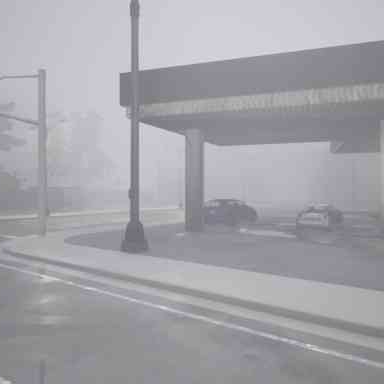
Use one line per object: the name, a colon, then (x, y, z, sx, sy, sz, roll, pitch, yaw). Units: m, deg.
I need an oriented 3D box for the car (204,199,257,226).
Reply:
car: (2.624, 1.295, 22.607, 2.242, 1.667, 4.611, 0, 0, 37)

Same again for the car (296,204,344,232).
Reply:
car: (7.698, 1.456, 19.805, 1.970, 1.475, 3.806, 0, 0, 37)
